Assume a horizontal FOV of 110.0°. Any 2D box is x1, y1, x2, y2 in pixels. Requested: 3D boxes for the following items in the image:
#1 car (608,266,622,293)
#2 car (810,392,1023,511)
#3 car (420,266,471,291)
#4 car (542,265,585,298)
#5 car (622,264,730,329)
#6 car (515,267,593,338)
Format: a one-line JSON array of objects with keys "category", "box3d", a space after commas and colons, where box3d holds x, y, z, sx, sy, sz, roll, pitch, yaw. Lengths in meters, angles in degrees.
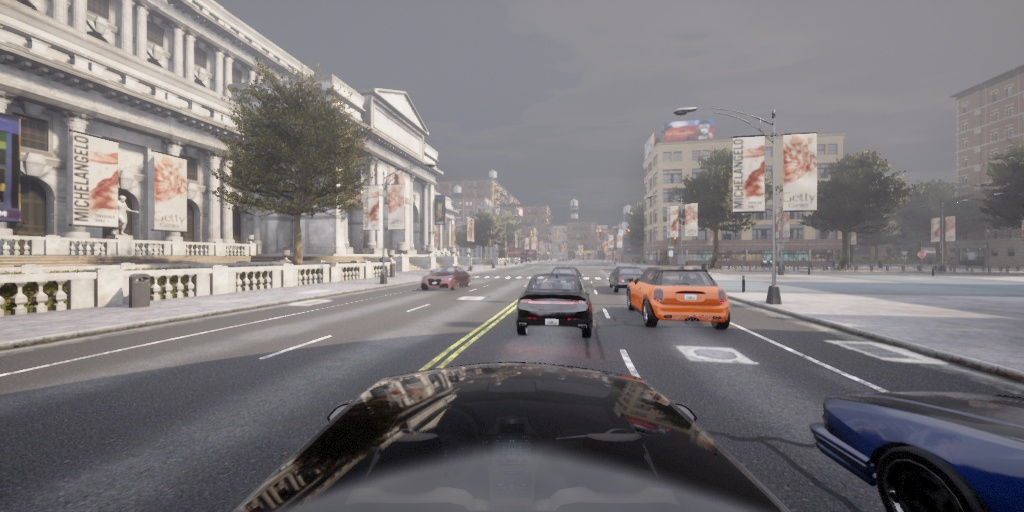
[{"category": "car", "box3d": [6.697, 1.297, 20.776, 2.033, 1.411, 5.357, 0, 0, 11]}, {"category": "car", "box3d": [3.632, 1.297, 0.730, 2.033, 1.411, 5.357, 0, 0, 0]}, {"category": "car", "box3d": [-3.915, 1.314, 21.780, 1.994, 1.385, 4.181, 0, 0, 11]}, {"category": "car", "box3d": [2.945, 1.297, 19.763, 2.033, 1.411, 5.357, 0, 0, 11]}, {"category": "car", "box3d": [5.031, 1.102, 11.498, 2.097, 1.767, 4.553, 0, 0, 9]}, {"category": "car", "box3d": [1.270, 1.241, 10.287, 2.128, 1.511, 4.902, 0, 0, 9]}]
